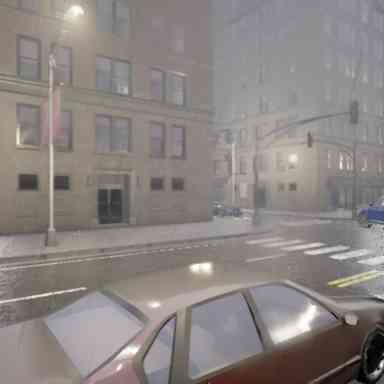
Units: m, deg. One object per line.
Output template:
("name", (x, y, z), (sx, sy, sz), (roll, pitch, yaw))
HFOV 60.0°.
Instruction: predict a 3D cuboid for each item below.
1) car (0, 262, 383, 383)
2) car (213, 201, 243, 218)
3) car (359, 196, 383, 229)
("car", (0.291, 1.546, 3.645), (5.357, 1.411, 2.033), (0, 0, -36))
("car", (2.478, 1.477, 29.039), (1.994, 1.385, 4.181), (0, 0, -36))
("car", (11.341, 1.188, 18.270), (2.150, 2.045, 5.566), (1, 0, 2))
